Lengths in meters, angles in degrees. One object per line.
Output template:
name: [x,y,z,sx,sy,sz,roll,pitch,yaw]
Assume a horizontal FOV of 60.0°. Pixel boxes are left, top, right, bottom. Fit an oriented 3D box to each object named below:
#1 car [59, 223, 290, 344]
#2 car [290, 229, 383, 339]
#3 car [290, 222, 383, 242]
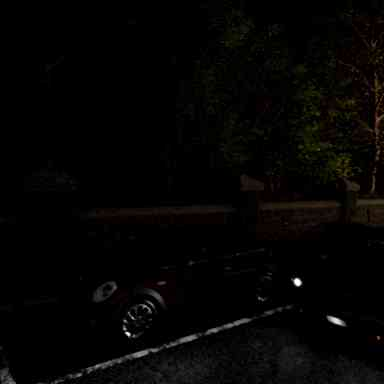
car: [-0.321,1.422,6.326,4.097,1.590,1.967,0,1,-35]
car: [3.907,1.565,6.164,4.718,1.301,1.895,0,0,-35]
car: [4.189,1.535,9.542,4.206,1.307,1.802,0,0,-35]
